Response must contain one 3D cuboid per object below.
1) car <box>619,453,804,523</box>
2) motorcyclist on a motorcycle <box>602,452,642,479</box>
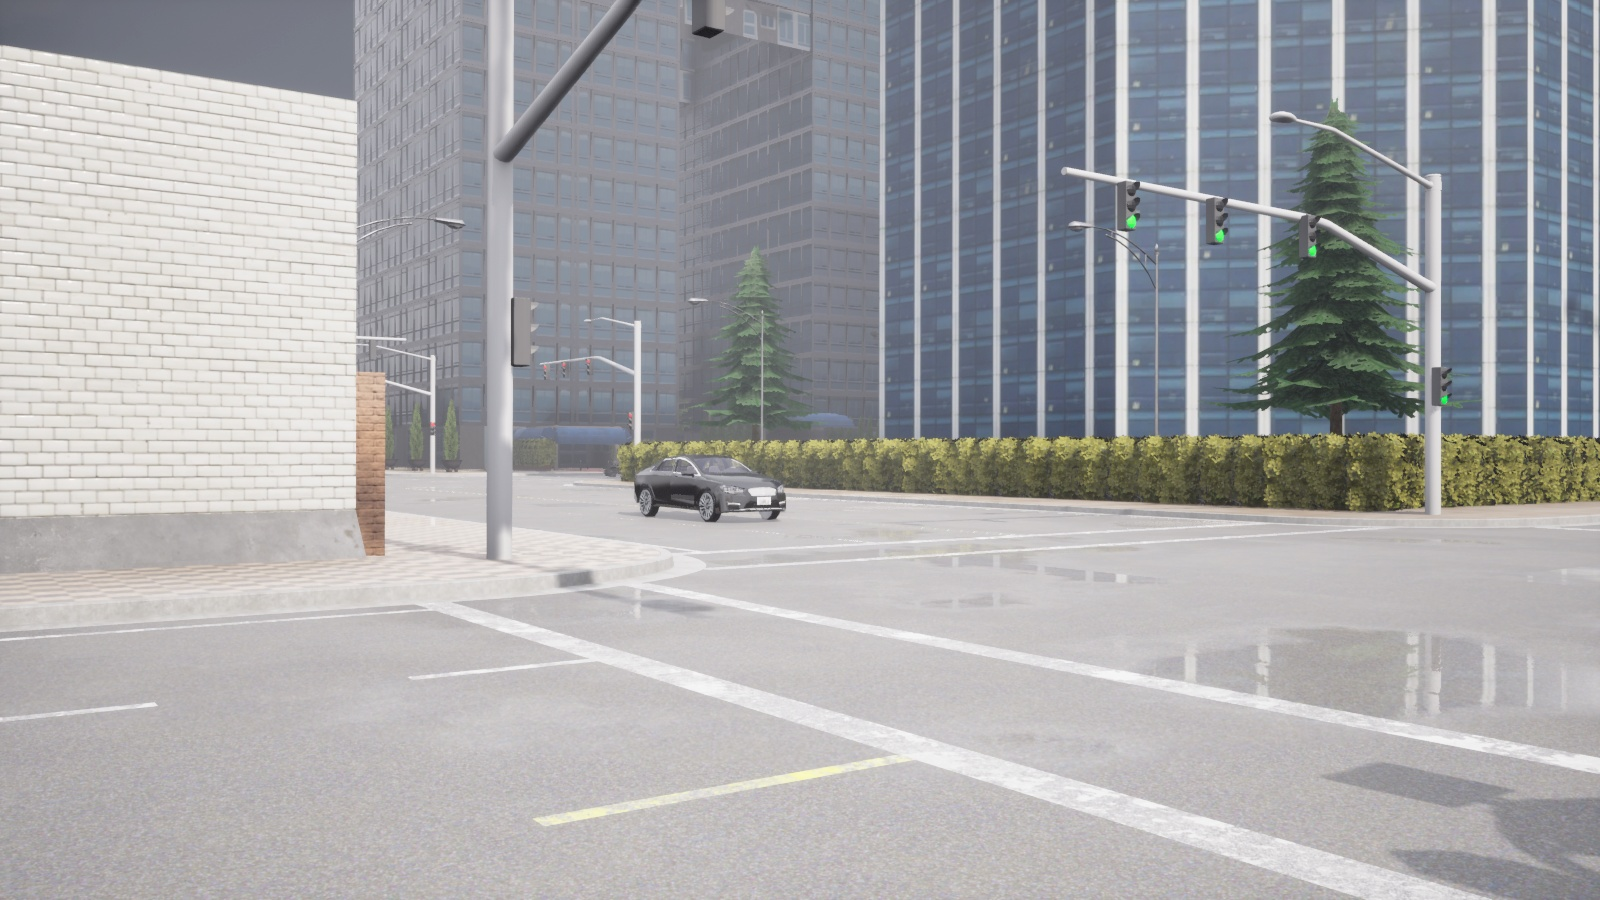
[{"bbox_3d":[-2.194,0.834,29.697,2.128,1.511,4.902,0,0,-35],"label":"car"},{"bbox_3d":[-11.030,0.964,77.650,2.350,1.649,0.766,0,0,-35],"label":"motorcyclist on a motorcycle"}]
